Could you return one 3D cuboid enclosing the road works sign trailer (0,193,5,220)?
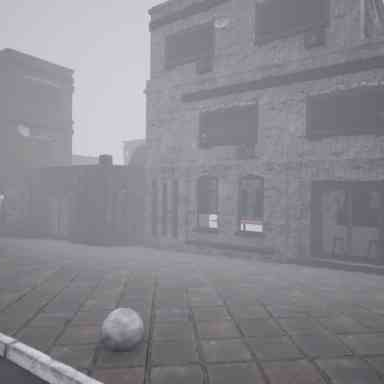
[{"bbox_3d":[-8.719,1.013,13.175,2.880,2.380,3.560,8,-8,-41],"label":"road works sign trailer"}]
